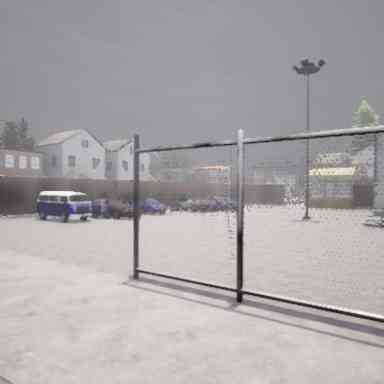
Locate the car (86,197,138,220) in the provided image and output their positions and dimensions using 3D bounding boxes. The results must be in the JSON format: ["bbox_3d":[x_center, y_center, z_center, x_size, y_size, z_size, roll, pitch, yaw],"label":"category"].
[{"bbox_3d":[-6.198,1.226,26.219,1.789,1.547,3.705,1,0,36],"label":"car"}]

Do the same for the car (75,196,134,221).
[{"bbox_3d":[-6.460,1.296,26.128,5.357,1.415,2.033,1,0,36],"label":"car"}]

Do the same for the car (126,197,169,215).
[{"bbox_3d":[-4.075,1.231,30.174,3.633,1.501,1.845,1,0,36],"label":"car"}]
